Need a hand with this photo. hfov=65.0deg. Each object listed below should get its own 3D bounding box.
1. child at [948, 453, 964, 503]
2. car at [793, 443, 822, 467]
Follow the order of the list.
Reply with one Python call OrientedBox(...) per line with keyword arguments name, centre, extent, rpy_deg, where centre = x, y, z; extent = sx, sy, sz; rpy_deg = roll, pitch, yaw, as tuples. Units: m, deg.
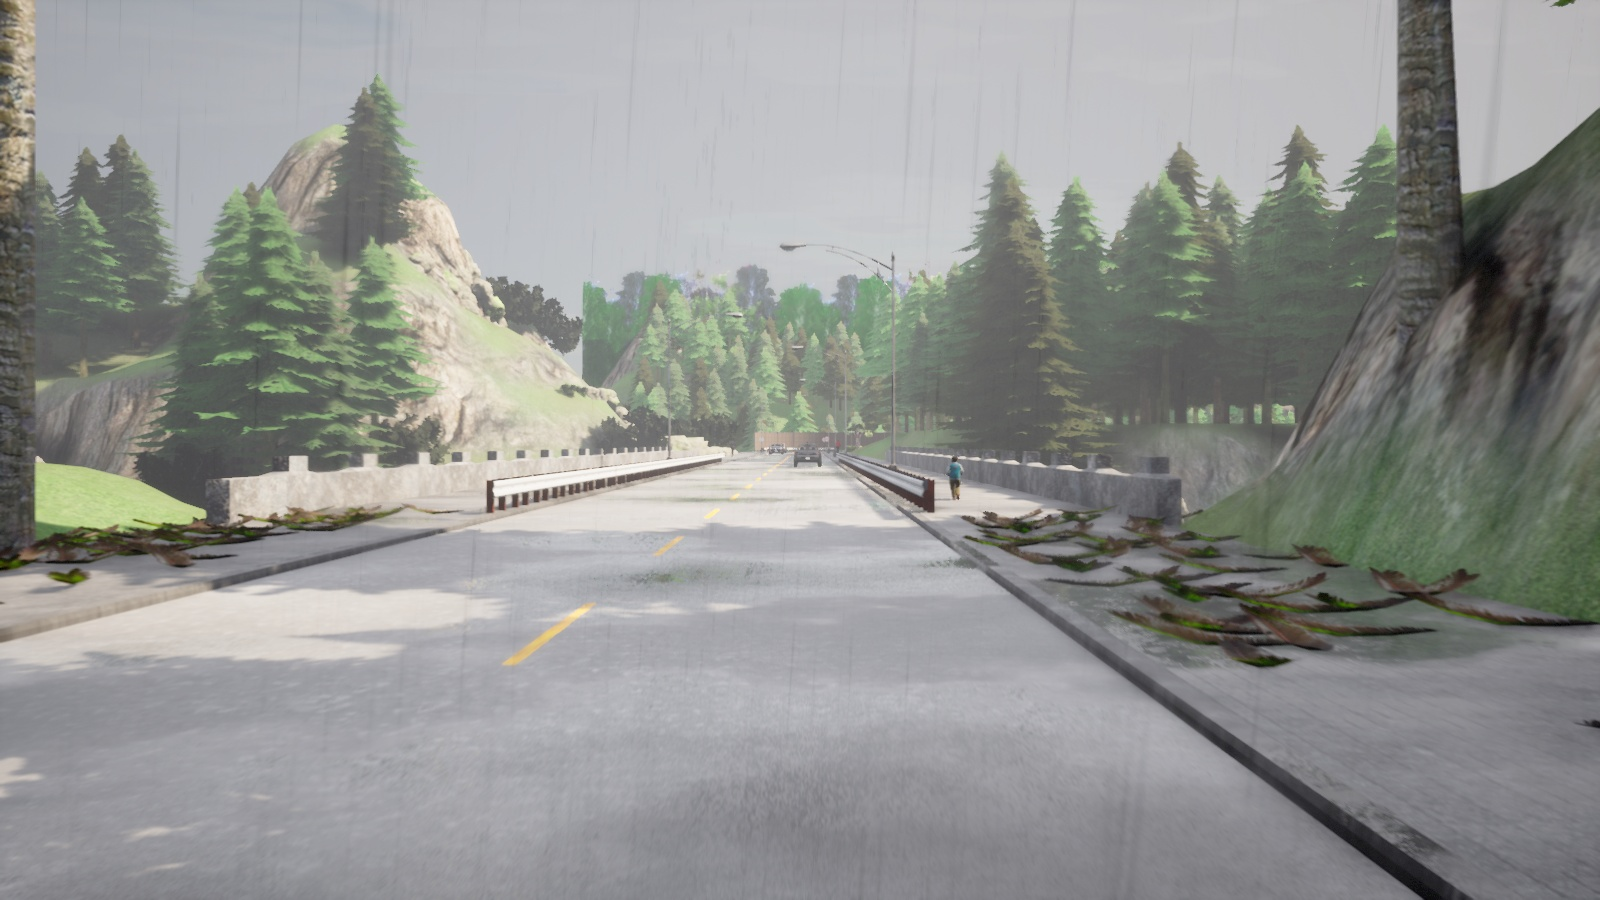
OrientedBox(name="child", centre=(3.761, 0.668, 30.356), extent=(0.343, 1.192, 0.448), rpy_deg=(0, 0, 2))
OrientedBox(name="car", centre=(0.490, 0.310, 79.977), extent=(1.816, 1.474, 4.193), rpy_deg=(0, 0, 0))
